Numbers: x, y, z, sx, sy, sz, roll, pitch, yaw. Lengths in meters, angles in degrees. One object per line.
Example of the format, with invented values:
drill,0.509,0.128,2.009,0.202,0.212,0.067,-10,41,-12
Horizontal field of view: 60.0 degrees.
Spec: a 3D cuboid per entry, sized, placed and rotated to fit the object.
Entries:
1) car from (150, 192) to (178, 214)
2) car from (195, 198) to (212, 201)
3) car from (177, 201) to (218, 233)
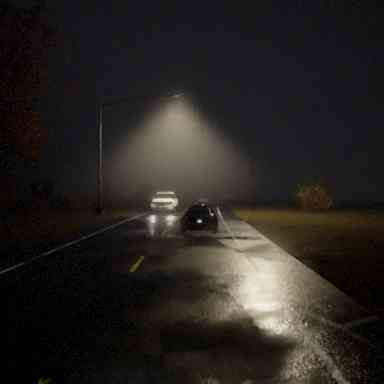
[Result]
car,-2.612,1.011,32.526,2.150,2.045,5.566,0,0,4
car,1.307,1.318,37.324,1.994,1.385,4.181,0,0,3
car,0.443,1.440,18.849,1.994,1.385,4.181,0,0,2
